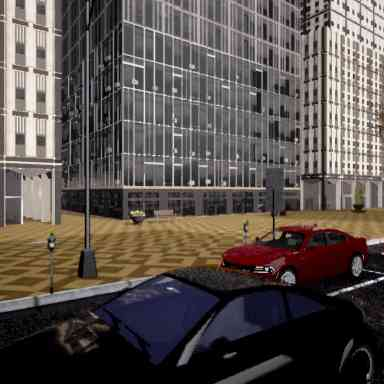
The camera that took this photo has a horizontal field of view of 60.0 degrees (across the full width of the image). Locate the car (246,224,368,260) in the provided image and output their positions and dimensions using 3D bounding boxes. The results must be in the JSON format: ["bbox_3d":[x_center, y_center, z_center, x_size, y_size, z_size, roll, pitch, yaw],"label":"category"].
[{"bbox_3d":[2.715,1.544,8.505,4.507,1.381,1.887,0,0,-36],"label":"car"}]

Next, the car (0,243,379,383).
[{"bbox_3d":[0.064,1.563,3.413,4.181,1.385,1.994,0,0,-35],"label":"car"}]
